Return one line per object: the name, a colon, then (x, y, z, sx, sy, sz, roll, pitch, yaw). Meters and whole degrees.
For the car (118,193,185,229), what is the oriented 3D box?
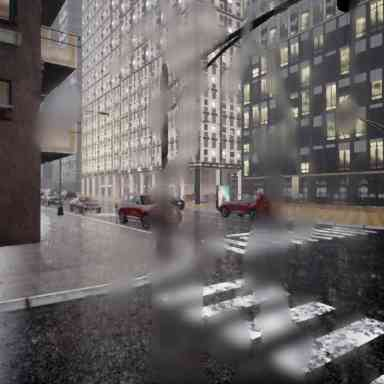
car: (-2.600, 1.008, 19.283, 2.192, 1.841, 5.009, 2, 0, -36)

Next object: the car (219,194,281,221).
car: (4.142, 1.027, 24.259, 2.192, 1.841, 5.009, 1, 0, -36)

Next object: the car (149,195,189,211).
car: (-2.386, 1.070, 33.234, 1.947, 1.339, 4.313, 1, 0, -36)

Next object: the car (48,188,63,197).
car: (-28.471, 0.099, 69.132, 1.967, 1.590, 4.097, 1, 0, -36)

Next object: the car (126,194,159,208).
car: (-5.648, 0.965, 37.721, 1.947, 1.339, 4.313, 1, 0, -36)

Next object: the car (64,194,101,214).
car: (-9.128, 1.067, 28.257, 1.802, 1.307, 4.206, 2, 0, -36)

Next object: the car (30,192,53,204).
car: (-18.909, 0.752, 41.715, 1.802, 1.307, 4.206, 2, 0, -36)

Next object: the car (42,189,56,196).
car: (-31.735, 0.096, 73.620, 1.887, 1.381, 4.507, 1, 0, -36)

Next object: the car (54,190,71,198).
car: (-25.213, 0.309, 64.646, 1.887, 1.381, 4.507, 1, 0, -36)

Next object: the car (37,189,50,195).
car: (-34.996, -0.011, 78.108, 1.887, 1.381, 4.507, 1, 0, -36)

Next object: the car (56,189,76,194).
car: (-19.568, 0.516, 52.447, 1.837, 1.490, 4.892, 0, 1, -36)

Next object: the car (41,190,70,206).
car: (-15.648, 0.827, 37.229, 2.008, 1.369, 4.403, 2, 0, -36)
